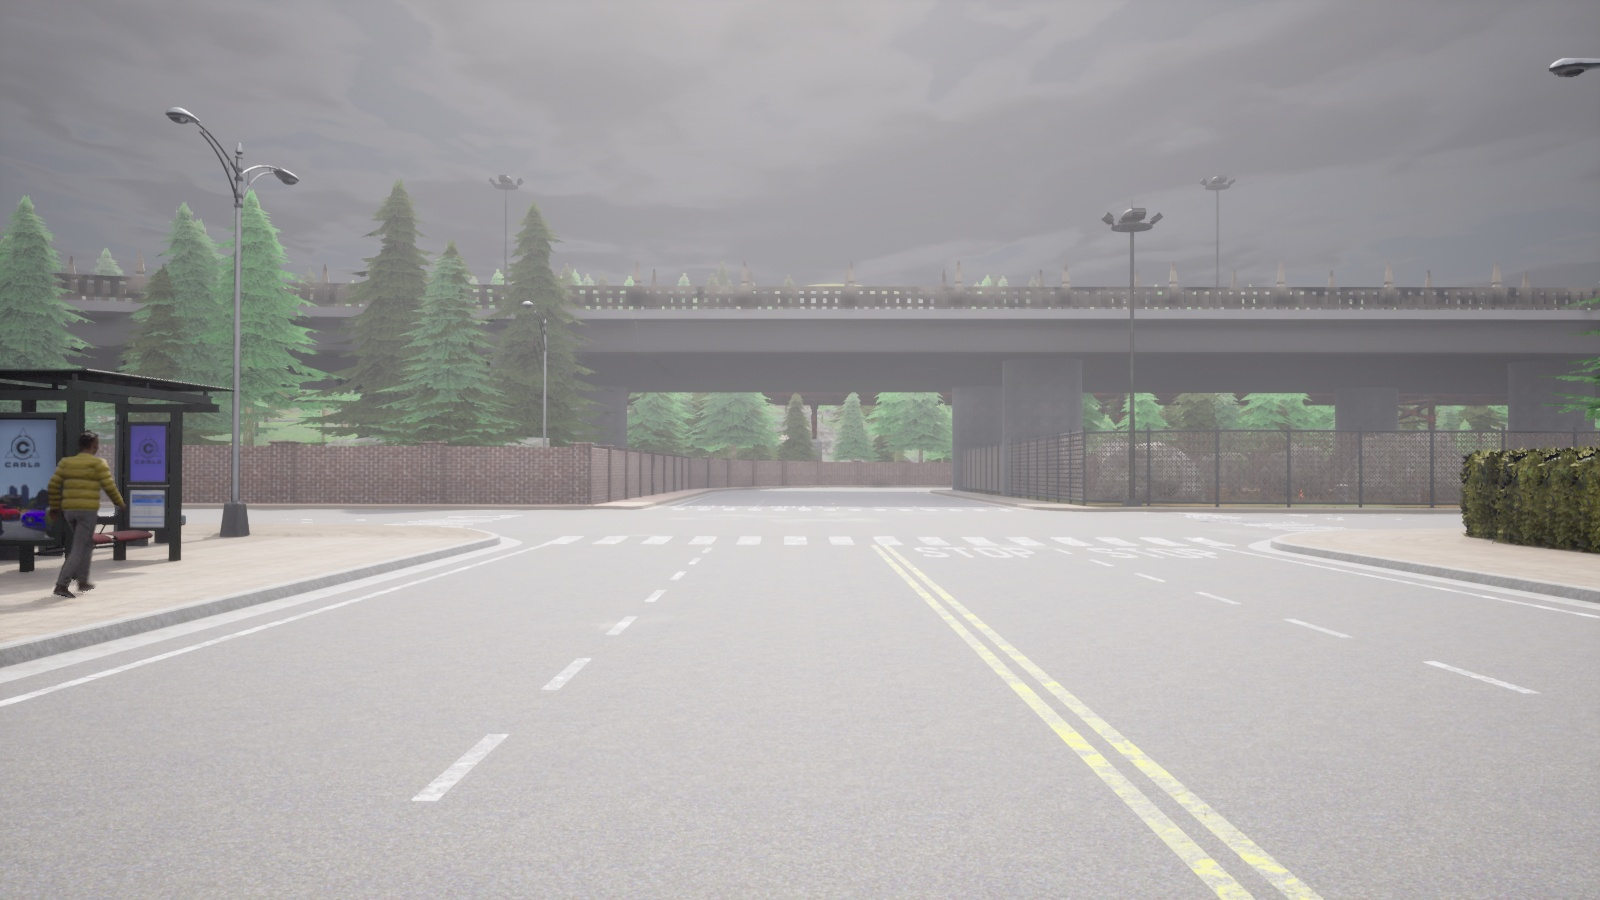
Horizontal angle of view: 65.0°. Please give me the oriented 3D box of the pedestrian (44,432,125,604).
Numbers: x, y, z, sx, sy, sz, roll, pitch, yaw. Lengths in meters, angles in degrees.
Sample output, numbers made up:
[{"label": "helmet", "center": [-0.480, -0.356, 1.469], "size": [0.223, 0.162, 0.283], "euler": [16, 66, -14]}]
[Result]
[{"label": "pedestrian", "center": [-7.868, 0.736, 13.831], "size": [0.431, 1.840, 0.709], "euler": [0, -1, 7]}]
